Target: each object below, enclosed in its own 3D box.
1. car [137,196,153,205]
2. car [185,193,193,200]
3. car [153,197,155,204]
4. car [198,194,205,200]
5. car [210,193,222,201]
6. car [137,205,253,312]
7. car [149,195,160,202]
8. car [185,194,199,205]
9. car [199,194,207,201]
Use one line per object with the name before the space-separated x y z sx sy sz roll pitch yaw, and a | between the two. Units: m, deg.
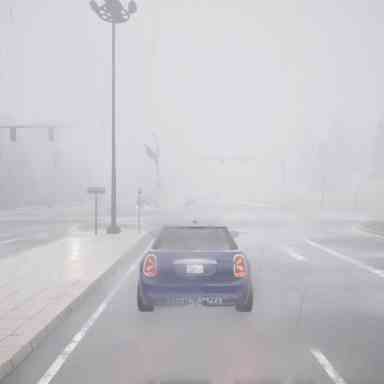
car | -8.299 1.505 57.040 1.837 1.490 4.892 0 0 -1
car | -0.840 1.189 95.559 2.150 2.045 5.566 0 0 -1
car | -8.389 1.505 66.249 1.837 1.490 4.892 0 0 0
car | 2.660 1.442 95.586 1.882 1.535 5.008 0 0 -1
car | 6.333 1.215 84.992 2.150 2.045 5.566 0 0 -1
car | 0.069 1.352 7.880 2.097 1.767 4.553 0 0 0
car | -8.535 1.540 76.687 2.033 1.411 5.357 0 0 -1
car | -0.176 1.526 54.699 1.812 1.442 4.674 0 0 -1
car | 2.828 1.513 85.262 1.812 1.442 4.674 0 0 -1
